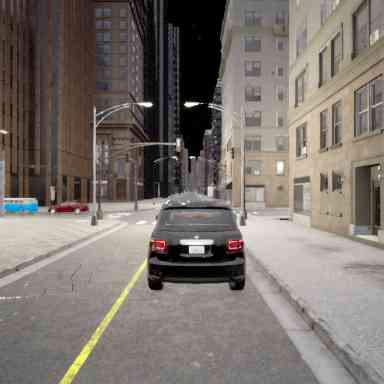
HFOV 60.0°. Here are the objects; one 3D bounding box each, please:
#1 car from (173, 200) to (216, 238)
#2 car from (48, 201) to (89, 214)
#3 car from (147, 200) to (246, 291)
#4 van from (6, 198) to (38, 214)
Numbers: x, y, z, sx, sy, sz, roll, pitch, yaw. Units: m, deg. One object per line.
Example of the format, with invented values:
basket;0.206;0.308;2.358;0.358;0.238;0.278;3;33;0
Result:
car;0.126;1.357;18.636;2.097;1.767;4.553;0;0;0
car;-13.917;1.724;37.529;4.507;1.381;1.887;-1;0;0
car;0.115;1.223;9.187;2.150;2.045;5.566;0;0;0
van;-19.544;1.588;37.558;3.998;1.788;1.690;-1;0;0
